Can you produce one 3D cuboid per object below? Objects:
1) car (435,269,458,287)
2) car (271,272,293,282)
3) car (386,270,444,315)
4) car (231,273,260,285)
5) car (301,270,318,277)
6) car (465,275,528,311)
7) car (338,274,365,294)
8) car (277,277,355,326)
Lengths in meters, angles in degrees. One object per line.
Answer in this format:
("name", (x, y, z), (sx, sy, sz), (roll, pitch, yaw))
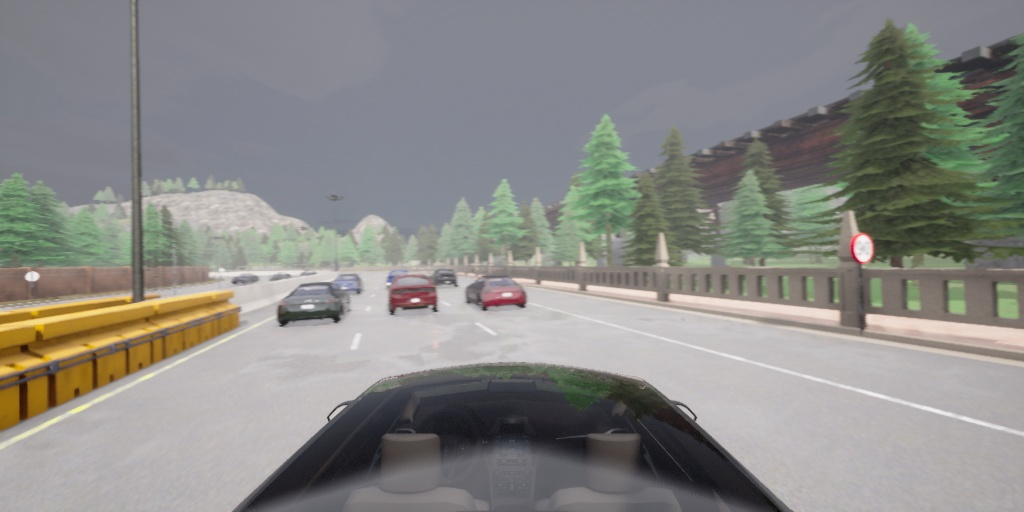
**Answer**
("car", (-5.759, 1.821, 30.018), (1.837, 1.490, 4.892), (-1, 0, -19))
("car", (-31.660, 2.914, 49.464), (1.994, 1.385, 4.181), (-1, -1, -23))
("car", (-4.432, 1.555, 15.805), (1.882, 1.535, 5.008), (-1, -1, -19))
("car", (-33.772, 2.906, 45.603), (2.033, 1.411, 5.357), (-1, -1, -21))
("car", (-27.796, 2.725, 49.288), (2.128, 1.511, 4.902), (-1, -1, -22))
("car", (-0.836, 1.540, 16.118), (1.994, 1.385, 4.181), (-1, -1, -19))
("car", (-11.645, 1.975, 25.607), (2.033, 1.411, 5.357), (-1, -1, -19))
("car", (-7.432, 1.701, 13.785), (1.994, 1.385, 4.181), (-1, -1, -19))
